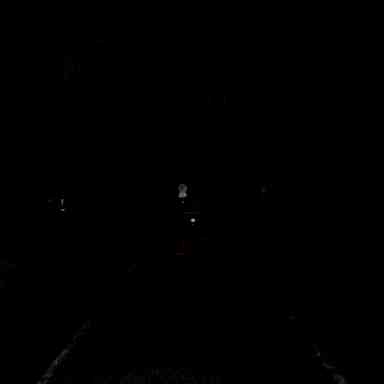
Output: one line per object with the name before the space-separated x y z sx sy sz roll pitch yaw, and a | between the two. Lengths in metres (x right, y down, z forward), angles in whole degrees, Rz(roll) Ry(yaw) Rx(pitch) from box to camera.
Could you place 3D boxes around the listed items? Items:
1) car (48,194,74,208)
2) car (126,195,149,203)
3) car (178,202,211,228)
car | -17.248 1.095 43.834 2.097 1.767 4.553 0 0 -3
car | -9.748 1.215 59.517 4.181 1.385 1.994 0 0 -29
car | 0.150 1.368 21.222 2.128 1.511 4.902 0 0 2
